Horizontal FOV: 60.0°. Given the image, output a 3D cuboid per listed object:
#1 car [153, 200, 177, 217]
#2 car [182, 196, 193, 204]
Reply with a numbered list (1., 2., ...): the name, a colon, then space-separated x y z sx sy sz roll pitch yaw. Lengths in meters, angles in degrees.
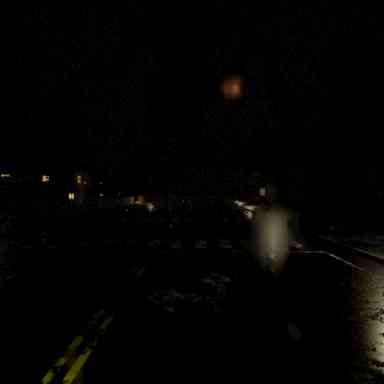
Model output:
1. car: -2.590 1.533 32.336 1.882 1.535 5.008 0 0 2
2. car: -0.779 1.636 64.944 1.837 1.490 4.892 0 0 4
